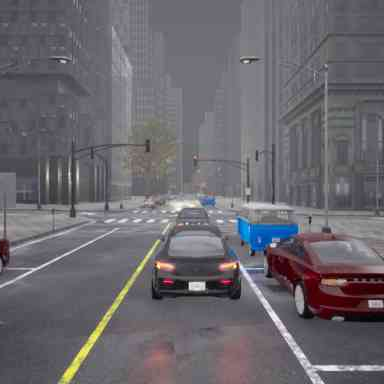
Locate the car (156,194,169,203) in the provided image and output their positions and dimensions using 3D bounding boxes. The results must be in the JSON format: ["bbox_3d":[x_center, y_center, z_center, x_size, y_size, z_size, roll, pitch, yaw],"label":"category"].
[{"bbox_3d":[-5.956,1.352,61.179,2.192,1.841,5.009,0,0,0],"label":"car"}]

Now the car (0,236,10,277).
[{"bbox_3d":[-5.799,1.545,7.216,1.887,1.381,4.507,0,0,0],"label":"car"}]

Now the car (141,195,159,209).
[{"bbox_3d":[-5.911,1.546,45.139,1.752,1.417,4.829,0,0,0],"label":"car"}]

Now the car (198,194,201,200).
[{"bbox_3d":[2.567,1.582,61.561,1.887,1.381,4.507,0,0,0],"label":"car"}]

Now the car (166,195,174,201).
[{"bbox_3d":[-6.058,1.606,92.742,1.752,1.417,4.829,0,0,0],"label":"car"}]

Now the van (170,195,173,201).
[{"bbox_3d":[-6.007,1.398,77.045,1.690,1.788,3.998,0,0,0],"label":"van"}]

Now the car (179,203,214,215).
[{"bbox_3d":[0.044,1.551,17.866,2.033,1.411,5.357,0,0,0],"label":"car"}]

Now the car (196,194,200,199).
[{"bbox_3d":[2.533,1.601,72.387,2.008,1.369,4.403,0,0,0],"label":"car"}]

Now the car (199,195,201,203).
[{"bbox_3d":[2.585,1.597,56.147,1.947,1.339,4.313,0,0,0],"label":"car"}]

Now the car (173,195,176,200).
[{"bbox_3d":[-6.042,1.639,87.622,1.947,1.339,4.313,0,0,0],"label":"car"}]

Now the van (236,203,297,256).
[{"bbox_3d":[2.739,1.343,12.750,1.690,1.788,3.998,0,0,0],"label":"van"}]

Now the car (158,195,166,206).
[{"bbox_3d":[-5.939,1.576,55.889,1.887,1.381,4.507,0,0,0],"label":"car"}]

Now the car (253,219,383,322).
[{"bbox_3d":[2.756,1.546,7.225,1.887,1.381,4.507,0,0,0],"label":"car"}]

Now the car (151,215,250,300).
[{"bbox_3d":[0.081,1.527,8.277,1.812,1.442,4.674,0,0,0],"label":"car"}]

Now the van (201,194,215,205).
[{"bbox_3d":[2.603,1.367,50.735,1.690,1.788,3.998,0,0,0],"label":"van"}]
